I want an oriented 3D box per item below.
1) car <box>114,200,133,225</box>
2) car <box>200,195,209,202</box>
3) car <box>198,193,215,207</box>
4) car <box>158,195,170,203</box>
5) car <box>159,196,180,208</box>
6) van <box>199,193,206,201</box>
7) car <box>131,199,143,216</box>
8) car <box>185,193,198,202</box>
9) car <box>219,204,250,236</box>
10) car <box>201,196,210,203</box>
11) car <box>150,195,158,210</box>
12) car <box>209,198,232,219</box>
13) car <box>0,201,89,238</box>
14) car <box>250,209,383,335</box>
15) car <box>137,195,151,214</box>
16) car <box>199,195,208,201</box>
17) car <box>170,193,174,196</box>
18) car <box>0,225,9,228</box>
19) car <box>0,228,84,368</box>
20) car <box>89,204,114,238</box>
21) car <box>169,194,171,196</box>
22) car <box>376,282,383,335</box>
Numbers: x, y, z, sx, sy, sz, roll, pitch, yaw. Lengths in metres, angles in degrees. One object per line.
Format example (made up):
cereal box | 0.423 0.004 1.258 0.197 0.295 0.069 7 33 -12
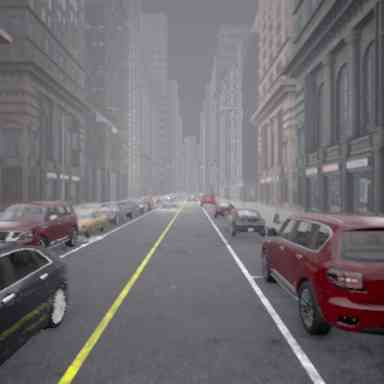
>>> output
car | -5.761 1.532 23.432 2.008 1.369 4.403 0 0 0
car | 2.762 1.492 73.857 1.887 1.381 4.507 0 0 0
car | 2.391 1.190 50.760 2.150 2.045 5.566 0 0 0
car | -5.763 1.536 62.644 1.802 1.307 4.206 0 0 0
car | -3.091 1.565 46.087 1.895 1.301 4.718 0 0 0
van | 2.762 1.282 85.060 1.690 1.788 3.998 0 0 0
car | -5.762 1.543 29.034 1.947 1.339 4.313 0 0 0
car | -0.003 1.376 70.128 1.994 1.385 4.181 0 0 0
car | 2.764 1.537 17.835 2.008 1.369 4.403 0 0 0
car | 2.762 1.476 68.424 1.752 1.417 4.829 0 0 0
car | -5.761 1.284 40.237 2.192 1.841 5.009 0 0 0
car | 2.764 1.522 29.039 1.887 1.381 4.507 0 0 0
car | -5.760 1.305 12.228 2.192 1.841 5.009 0 0 0
car | 2.766 1.310 6.630 2.192 1.841 5.009 0 0 0
car | -5.761 1.413 34.635 1.967 1.590 4.097 0 0 0
car | 2.761 1.489 79.458 1.887 1.381 4.507 0 0 0
car | -5.763 1.387 73.848 1.967 1.590 4.097 0 0 0
car | -5.761 1.577 6.626 1.802 1.307 4.206 0 0 0
car | -3.101 1.501 4.110 1.837 1.490 4.892 0 0 0
car | -5.761 1.511 17.660 1.752 1.417 4.829 0 0 0
car | -5.763 1.476 68.076 1.752 1.417 4.829 0 0 0
car | 2.765 1.565 1.028 1.947 1.339 4.313 0 0 0
